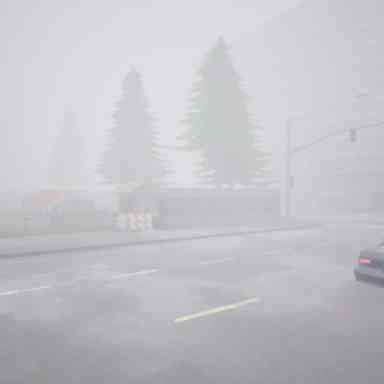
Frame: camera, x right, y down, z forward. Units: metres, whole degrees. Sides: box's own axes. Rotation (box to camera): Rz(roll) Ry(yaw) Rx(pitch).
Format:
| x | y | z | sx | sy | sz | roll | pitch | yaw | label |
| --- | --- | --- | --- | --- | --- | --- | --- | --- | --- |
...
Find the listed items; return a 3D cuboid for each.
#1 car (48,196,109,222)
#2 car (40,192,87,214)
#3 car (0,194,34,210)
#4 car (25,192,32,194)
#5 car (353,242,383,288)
| x | y | z | sx | sy | sz | roll | pitch | yaw | label |
| --- | --- | --- | --- | --- | --- | --- | --- | --- | --- |
| -8.383 | 1.360 | 25.134 | 3.988 | 1.617 | 1.851 | 0 | 0 | -35 | car |
| -10.415 | 1.193 | 29.181 | 4.605 | 1.855 | 1.932 | 0 | 0 | -35 | car |
| -25.511 | 1.413 | 47.721 | 4.193 | 1.474 | 1.816 | 0 | 0 | -35 | car |
| -26.794 | 1.225 | 50.240 | 3.866 | 1.878 | 1.905 | 0 | 0 | -35 | car |
| 6.128 | 1.569 | 8.160 | 5.357 | 1.411 | 2.033 | 0 | 0 | -35 | car |
